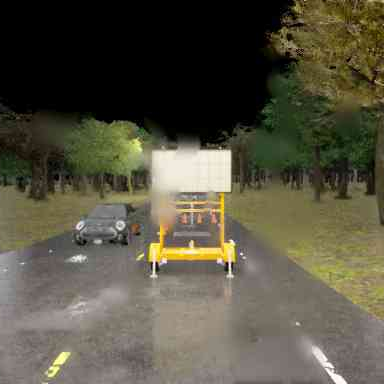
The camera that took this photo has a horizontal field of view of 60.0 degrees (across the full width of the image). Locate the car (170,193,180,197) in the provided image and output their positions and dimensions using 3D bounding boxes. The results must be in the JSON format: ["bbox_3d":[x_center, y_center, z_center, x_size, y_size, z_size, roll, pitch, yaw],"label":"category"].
[{"bbox_3d":[-3.497,0.285,67.680,1.837,1.490,4.892,0,2,0],"label":"car"}]

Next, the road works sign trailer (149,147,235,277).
[{"bbox_3d":[0.000,0.434,10.088,2.380,3.560,2.880,0,0,0],"label":"road works sign trailer"}]

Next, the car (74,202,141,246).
[{"bbox_3d":[-3.599,1.287,14.935,2.097,1.767,4.553,0,1,0],"label":"car"}]
